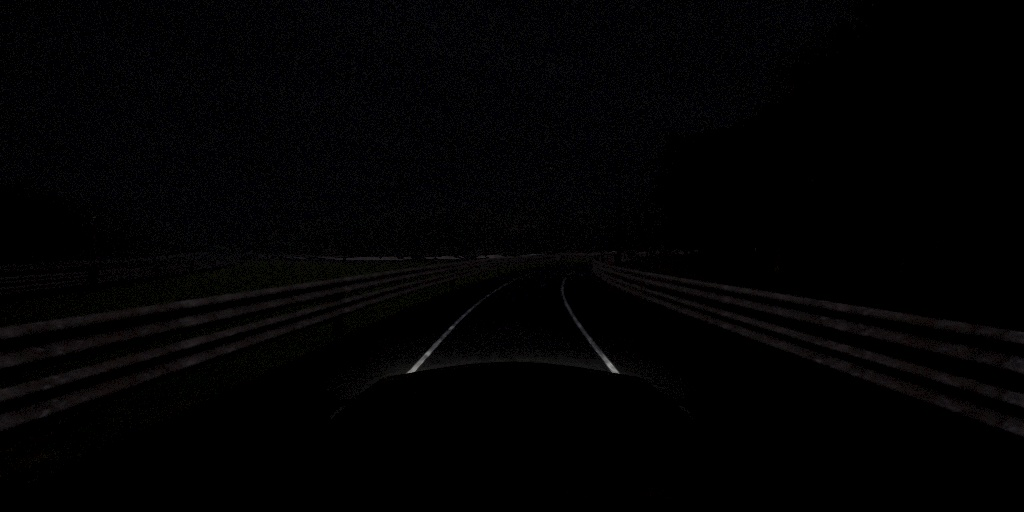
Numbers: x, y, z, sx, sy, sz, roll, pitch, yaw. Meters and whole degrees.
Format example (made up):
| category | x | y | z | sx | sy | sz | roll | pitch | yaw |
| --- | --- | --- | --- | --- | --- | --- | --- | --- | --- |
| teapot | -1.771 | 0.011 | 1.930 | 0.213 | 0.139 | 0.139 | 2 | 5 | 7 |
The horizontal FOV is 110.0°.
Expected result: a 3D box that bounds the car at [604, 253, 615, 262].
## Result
| category | x | y | z | sx | sy | sz | roll | pitch | yaw |
| --- | --- | --- | --- | --- | --- | --- | --- | --- | --- |
| car | 16.960 | 0.146 | 61.319 | 2.128 | 1.511 | 4.902 | 1 | 2 | 33 |
